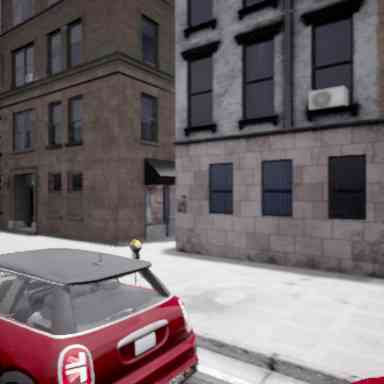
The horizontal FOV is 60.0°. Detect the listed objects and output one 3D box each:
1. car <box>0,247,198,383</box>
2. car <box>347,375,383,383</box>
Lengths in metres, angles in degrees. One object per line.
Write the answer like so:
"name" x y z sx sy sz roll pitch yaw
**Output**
"car" -2.018 1.448 4.250 4.097 1.590 1.967 0 0 36
"car" 2.608 1.542 0.949 4.507 1.381 1.887 0 0 36
